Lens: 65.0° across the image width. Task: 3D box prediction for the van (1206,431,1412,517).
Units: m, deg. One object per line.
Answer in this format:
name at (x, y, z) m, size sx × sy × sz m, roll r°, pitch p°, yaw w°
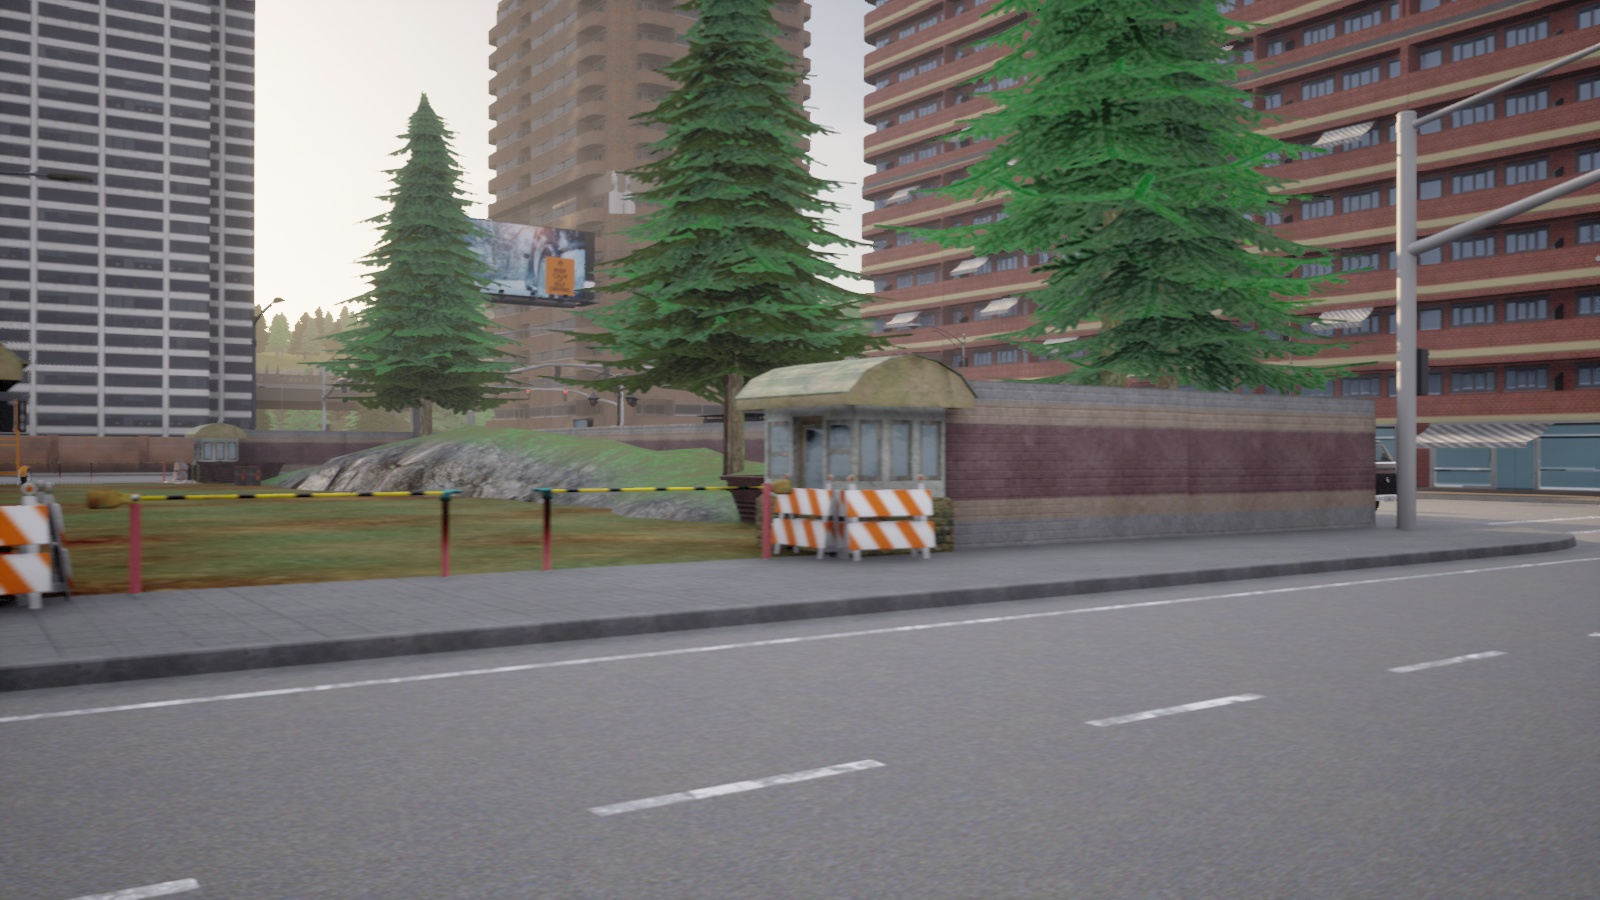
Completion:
van at (12.916, 0.575, 32.135) m, size 2.069 × 2.038 × 4.480 m, roll 0°, pitch 0°, yaw -34°
